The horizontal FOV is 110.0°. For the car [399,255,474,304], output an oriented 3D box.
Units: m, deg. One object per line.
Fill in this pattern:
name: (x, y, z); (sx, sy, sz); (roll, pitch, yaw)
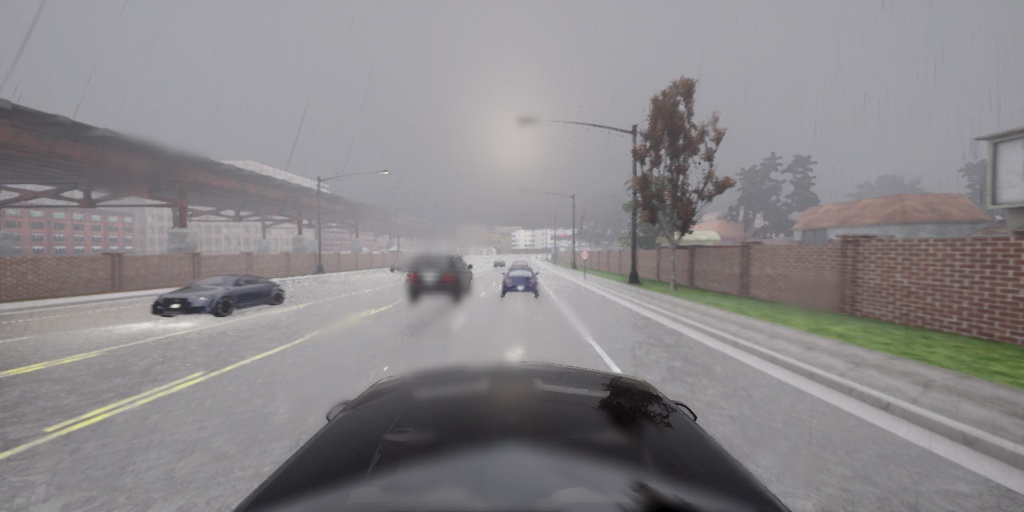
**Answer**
car: (-3.117, 0.977, 16.550); (2.150, 2.045, 5.566); (0, 0, 1)

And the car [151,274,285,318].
car: (-10.387, 1.358, 13.092); (1.994, 1.385, 4.181); (0, 0, 1)

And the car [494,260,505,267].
car: (-2.078, 1.325, 61.540); (1.895, 1.301, 4.718); (0, 0, 1)

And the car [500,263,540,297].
car: (0.438, 1.262, 18.596); (1.812, 1.442, 4.674); (0, 0, 1)

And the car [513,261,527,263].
car: (0.851, 1.203, 36.651); (1.882, 1.535, 5.008); (0, 0, 1)

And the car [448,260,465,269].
car: (-9.220, 1.362, 59.775); (1.895, 1.301, 4.718); (0, 0, 1)

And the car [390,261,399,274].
car: (-13.130, 1.297, 43.195); (1.837, 1.490, 4.892); (0, -1, 2)
